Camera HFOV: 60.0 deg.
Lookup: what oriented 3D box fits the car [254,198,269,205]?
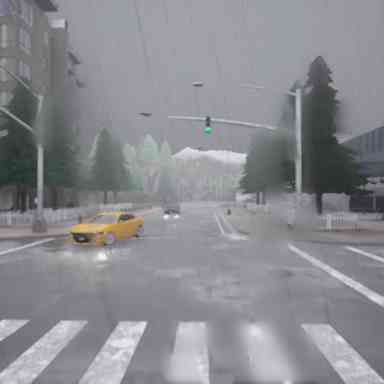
[{"bbox_3d":[16.782,2.454,81.004,1.845,1.501,3.633,0,-1,3],"label":"car"}]

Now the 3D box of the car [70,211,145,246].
[{"bbox_3d":[-4.088,1.758,16.884,1.882,1.535,5.008,0,0,17],"label":"car"}]

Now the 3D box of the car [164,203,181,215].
[{"bbox_3d":[-2.391,2.084,41.748,2.033,1.411,5.357,0,-1,2],"label":"car"}]

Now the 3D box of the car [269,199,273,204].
[{"bbox_3d":[20.152,2.560,88.255,1.970,1.475,3.806,0,-1,3],"label":"car"}]
